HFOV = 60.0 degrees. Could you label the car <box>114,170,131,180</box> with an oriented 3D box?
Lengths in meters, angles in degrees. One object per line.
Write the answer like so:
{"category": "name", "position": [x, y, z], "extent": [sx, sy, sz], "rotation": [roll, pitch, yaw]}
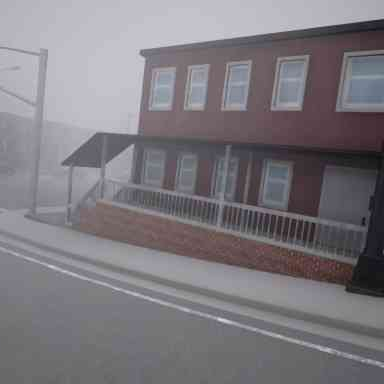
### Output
{"category": "car", "position": [-9.192, -2.473, 48.574], "extent": [1.812, 1.442, 4.674], "rotation": [10, 6, 35]}

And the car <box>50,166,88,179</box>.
{"category": "car", "position": [-14.961, -2.478, 40.599], "extent": [1.812, 1.442, 4.674], "rotation": [10, 6, 36]}

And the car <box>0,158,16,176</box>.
{"category": "car", "position": [-20.258, -2.657, 33.260], "extent": [2.097, 1.767, 4.553], "rotation": [10, 6, 36]}
